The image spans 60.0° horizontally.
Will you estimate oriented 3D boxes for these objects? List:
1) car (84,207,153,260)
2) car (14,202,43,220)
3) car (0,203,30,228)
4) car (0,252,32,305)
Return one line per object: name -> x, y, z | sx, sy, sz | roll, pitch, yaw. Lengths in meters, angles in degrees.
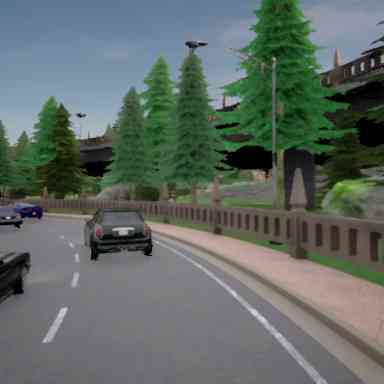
car -> -3.014, 1.364, 12.935 | 2.097, 1.767, 4.553 | -1, 0, -21
car -> -14.460, 1.564, 27.977 | 5.008, 1.535, 1.882 | 0, 0, 39
car -> -12.817, 1.626, 21.970 | 2.033, 1.411, 5.357 | 0, 0, -43
car -> -4.342, 1.629, 5.745 | 1.895, 1.301, 4.718 | 0, 0, -11
